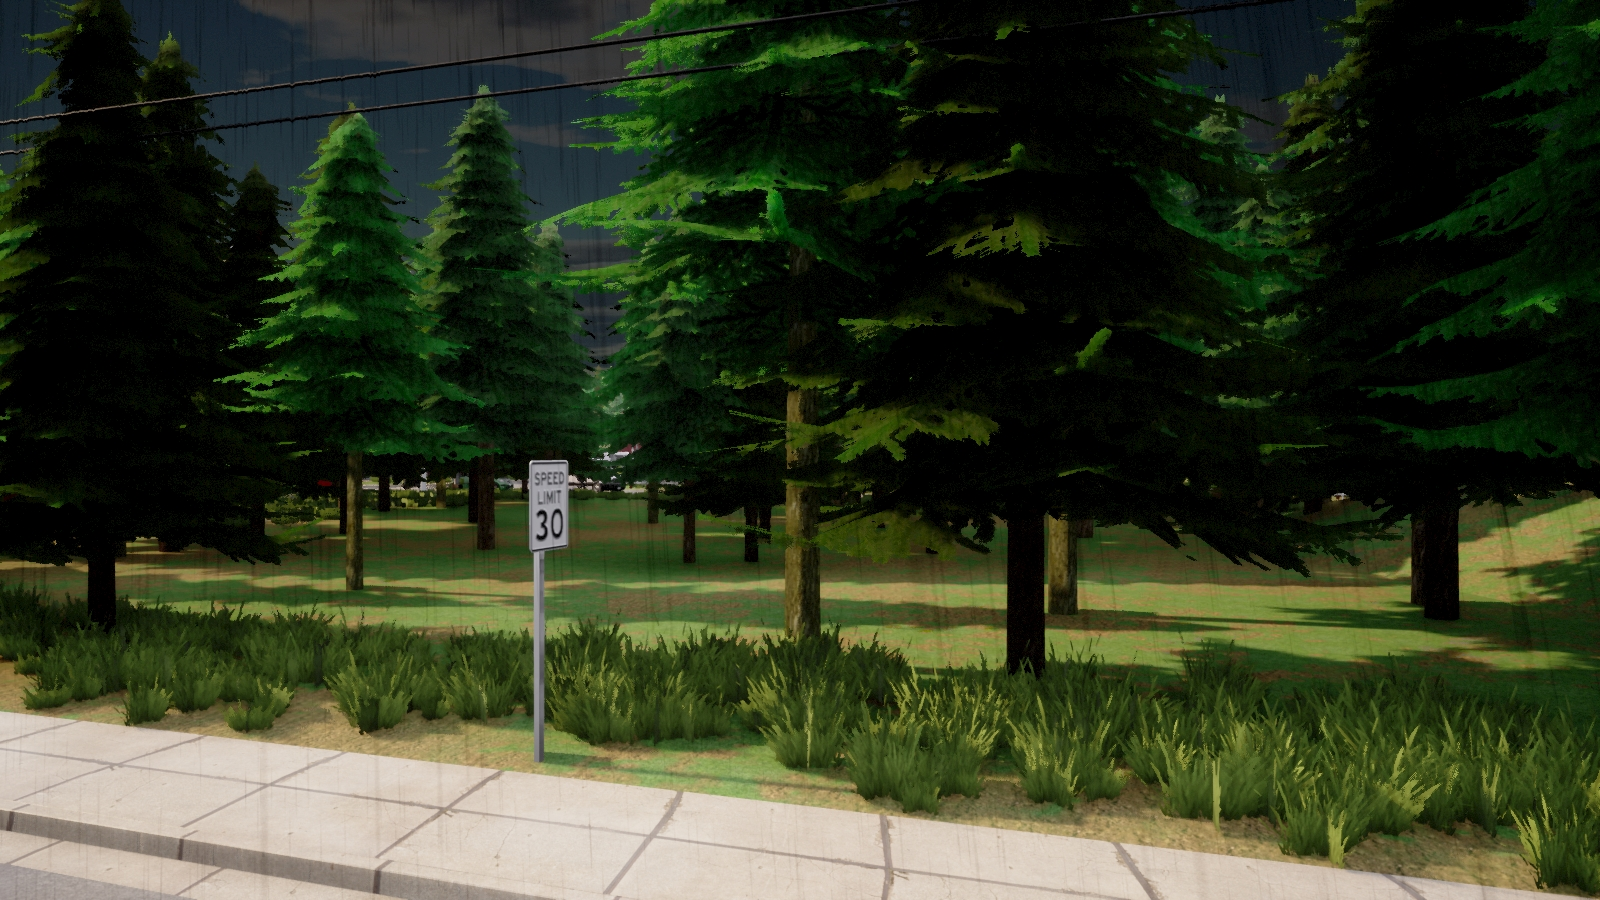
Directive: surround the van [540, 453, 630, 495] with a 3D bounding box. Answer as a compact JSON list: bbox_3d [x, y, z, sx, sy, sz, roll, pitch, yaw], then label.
[{"bbox_3d":[-13.883,1.508,73.669,5.915,2.561,1.988,0,0,33],"label":"van"}]
